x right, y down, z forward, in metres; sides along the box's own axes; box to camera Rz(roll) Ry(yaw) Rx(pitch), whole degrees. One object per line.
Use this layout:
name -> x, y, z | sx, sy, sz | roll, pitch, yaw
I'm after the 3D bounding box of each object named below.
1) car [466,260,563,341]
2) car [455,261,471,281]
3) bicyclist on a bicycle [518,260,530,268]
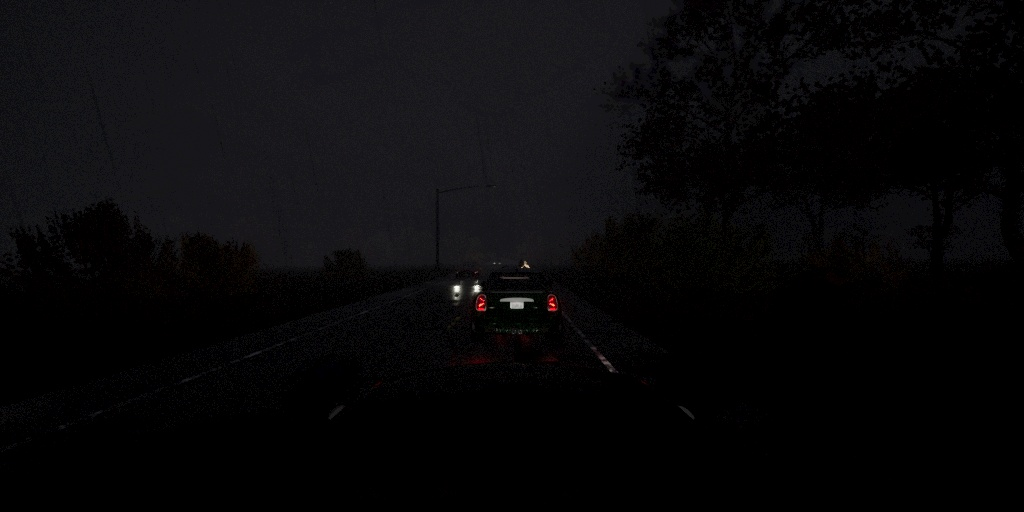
car -> 0.108, 1.099, 9.968 | 2.097, 1.767, 4.553 | 0, 0, 0
car -> -3.618, 1.217, 30.608 | 1.882, 1.535, 5.008 | 0, 0, 0
bicyclist on a bicycle -> 0.960, 1.177, 25.791 | 0.866, 1.612, 1.509 | 0, 0, 1
